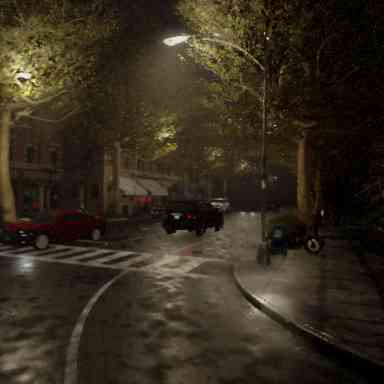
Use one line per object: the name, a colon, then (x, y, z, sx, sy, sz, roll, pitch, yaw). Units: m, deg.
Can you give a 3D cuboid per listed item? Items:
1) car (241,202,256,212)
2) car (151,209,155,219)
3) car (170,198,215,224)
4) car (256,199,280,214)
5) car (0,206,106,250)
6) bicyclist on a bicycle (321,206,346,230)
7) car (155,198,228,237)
car: (9.253, 2.367, 52.463, 1.812, 1.442, 4.674, 1, -1, 22)
car: (-2.348, 1.878, 33.286, 2.231, 1.521, 4.892, 1, -1, 22)
car: (0.180, 1.616, 30.090, 2.150, 2.045, 5.566, 1, 0, 22)
car: (11.099, 2.030, 47.508, 2.150, 2.045, 5.566, 1, -1, 23)
car: (-6.053, 1.578, 15.116, 1.882, 1.535, 5.008, 1, -1, 26)
bicyclist on a bicycle: (9.568, 1.763, 22.660, 1.656, 1.620, 0.582, 0, -1, 22)
car: (0.206, 1.495, 20.369, 2.150, 2.045, 5.566, 1, -1, 23)
